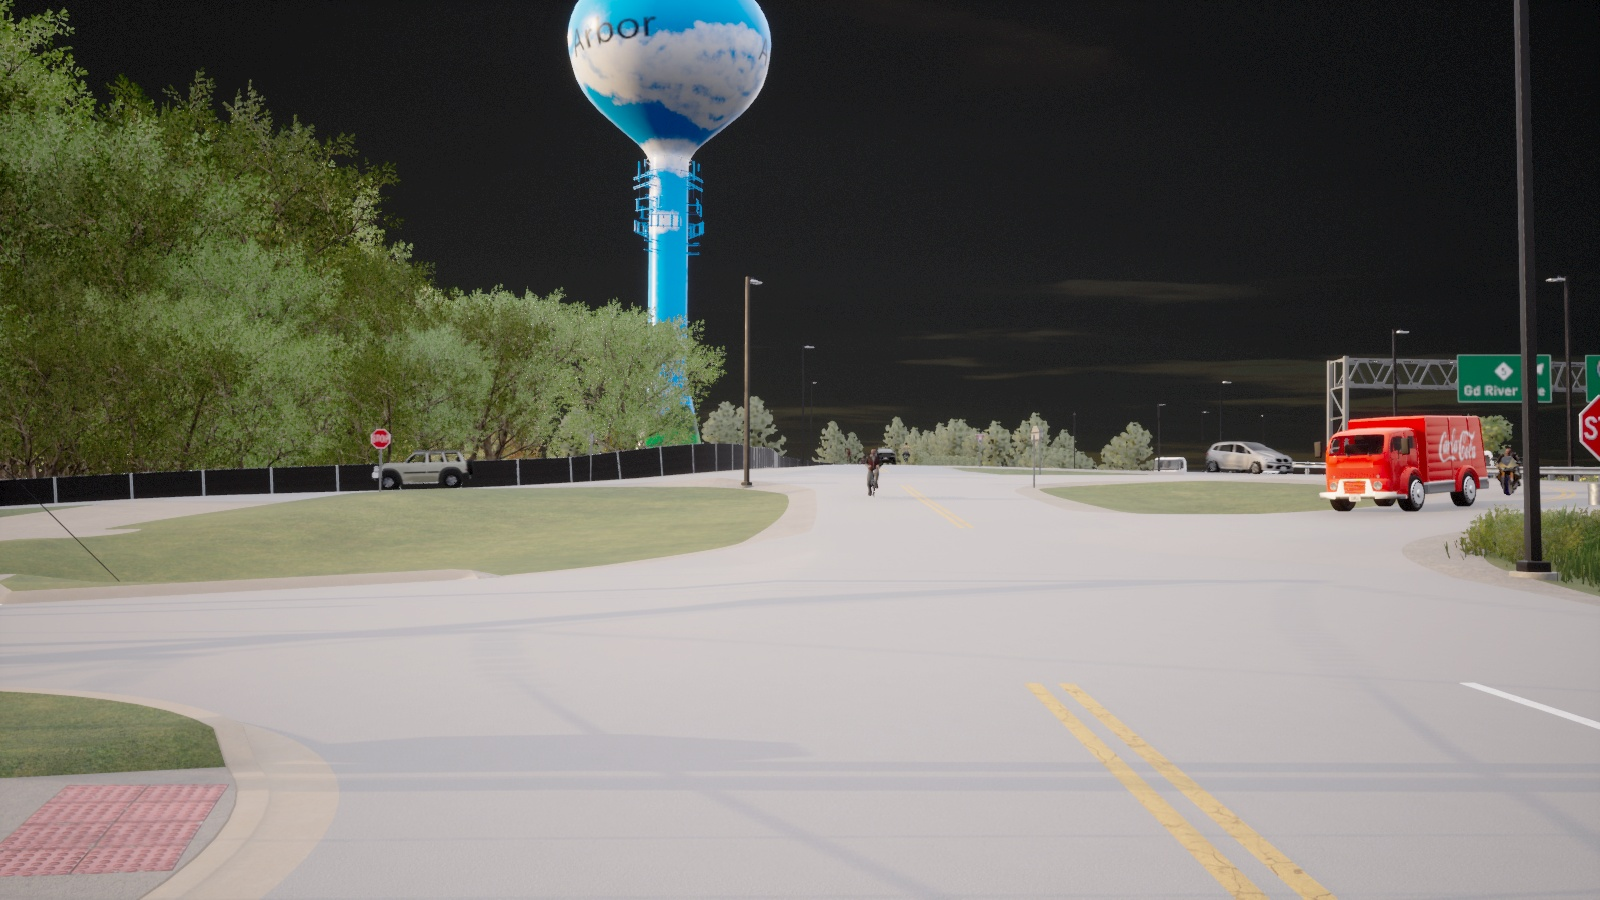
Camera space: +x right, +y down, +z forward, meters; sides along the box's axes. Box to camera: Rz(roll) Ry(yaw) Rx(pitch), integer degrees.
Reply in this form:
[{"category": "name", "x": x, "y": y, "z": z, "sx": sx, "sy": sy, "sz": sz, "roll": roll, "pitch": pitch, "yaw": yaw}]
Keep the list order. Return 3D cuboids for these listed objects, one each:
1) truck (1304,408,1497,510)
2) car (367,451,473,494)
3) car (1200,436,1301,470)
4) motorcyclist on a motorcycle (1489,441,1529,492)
[{"category": "truck", "x": 16.207, "y": 0.216, "z": 33.787, "sx": 5.204, "sy": 2.467, "sz": 2.627, "roll": -2, "pitch": -1, "yaw": -39}, {"category": "car", "x": -17.973, "y": 1.082, "z": 59.620, "sx": 4.605, "sy": 1.855, "sz": 1.932, "roll": -2, "pitch": -2, "yaw": -12}, {"category": "car", "x": 23.238, "y": 0.146, "z": 64.922, "sx": 2.242, "sy": 1.667, "sz": 4.611, "roll": 1, "pitch": 0, "yaw": -26}, {"category": "motorcyclist on a motorcycle", "x": 22.517, "y": 0.526, "z": 39.860, "sx": 0.866, "sy": 1.530, "sz": 2.191, "roll": -2, "pitch": 0, "yaw": 34}]
